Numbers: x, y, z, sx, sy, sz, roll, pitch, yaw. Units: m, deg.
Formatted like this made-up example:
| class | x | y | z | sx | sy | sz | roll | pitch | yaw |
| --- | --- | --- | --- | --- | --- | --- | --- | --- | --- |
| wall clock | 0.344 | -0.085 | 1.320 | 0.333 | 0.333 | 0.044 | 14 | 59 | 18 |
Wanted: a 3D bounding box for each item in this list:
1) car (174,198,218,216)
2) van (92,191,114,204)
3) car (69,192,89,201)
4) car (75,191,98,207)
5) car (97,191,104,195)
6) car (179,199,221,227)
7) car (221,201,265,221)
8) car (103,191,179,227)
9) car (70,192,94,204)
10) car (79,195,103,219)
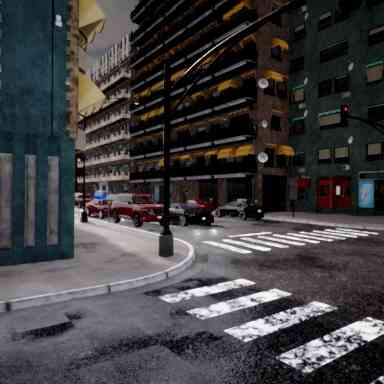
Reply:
| class | x | y | z | sx | sy | sz | roll | pitch | yaw |
| --- | --- | --- | --- | --- | --- | --- | --- | --- | --- |
| car | 0.287 | 1.288 | 29.681 | 1.802 | 1.307 | 4.206 | 2 | 0 | -36 |
| van | -12.769 | 0.726 | 47.734 | 1.690 | 1.788 | 3.998 | 2 | 0 | -36 |
| car | -19.304 | 0.769 | 56.760 | 1.887 | 1.381 | 4.507 | 2 | 0 | -36 |
| car | -12.085 | 0.948 | 36.906 | 1.882 | 1.535 | 5.008 | 1 | 0 | -36 |
| car | -6.054 | 0.971 | 28.557 | 2.097 | 1.767 | 4.553 | 1 | 0 | -36 |
| car | -0.473 | 1.321 | 20.833 | 1.994 | 1.385 | 4.181 | 1 | 0 | -36 |
| car | 3.553 | 1.353 | 25.168 | 1.947 | 1.339 | 4.313 | 2 | 0 | -36 |
| car | -3.252 | 1.034 | 20.288 | 2.192 | 1.841 | 5.009 | 2 | 0 | -36 |
| car | -15.652 | 0.823 | 47.192 | 1.882 | 1.535 | 5.008 | 1 | 0 | -36 |
| car | -6.524 | 1.183 | 24.801 | 1.887 | 1.381 | 4.507 | 2 | 0 | -36 |
